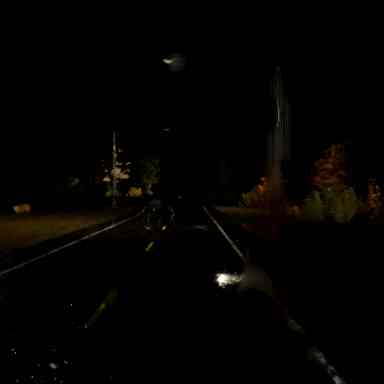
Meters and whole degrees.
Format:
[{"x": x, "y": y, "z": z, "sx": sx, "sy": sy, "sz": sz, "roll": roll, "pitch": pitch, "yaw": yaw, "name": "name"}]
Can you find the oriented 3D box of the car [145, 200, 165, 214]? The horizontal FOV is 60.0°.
[{"x": -3.941, "y": 1.580, "z": 35.606, "sx": 1.994, "sy": 1.385, "sz": 4.181, "roll": 0, "pitch": 0, "yaw": -3, "name": "car"}]
